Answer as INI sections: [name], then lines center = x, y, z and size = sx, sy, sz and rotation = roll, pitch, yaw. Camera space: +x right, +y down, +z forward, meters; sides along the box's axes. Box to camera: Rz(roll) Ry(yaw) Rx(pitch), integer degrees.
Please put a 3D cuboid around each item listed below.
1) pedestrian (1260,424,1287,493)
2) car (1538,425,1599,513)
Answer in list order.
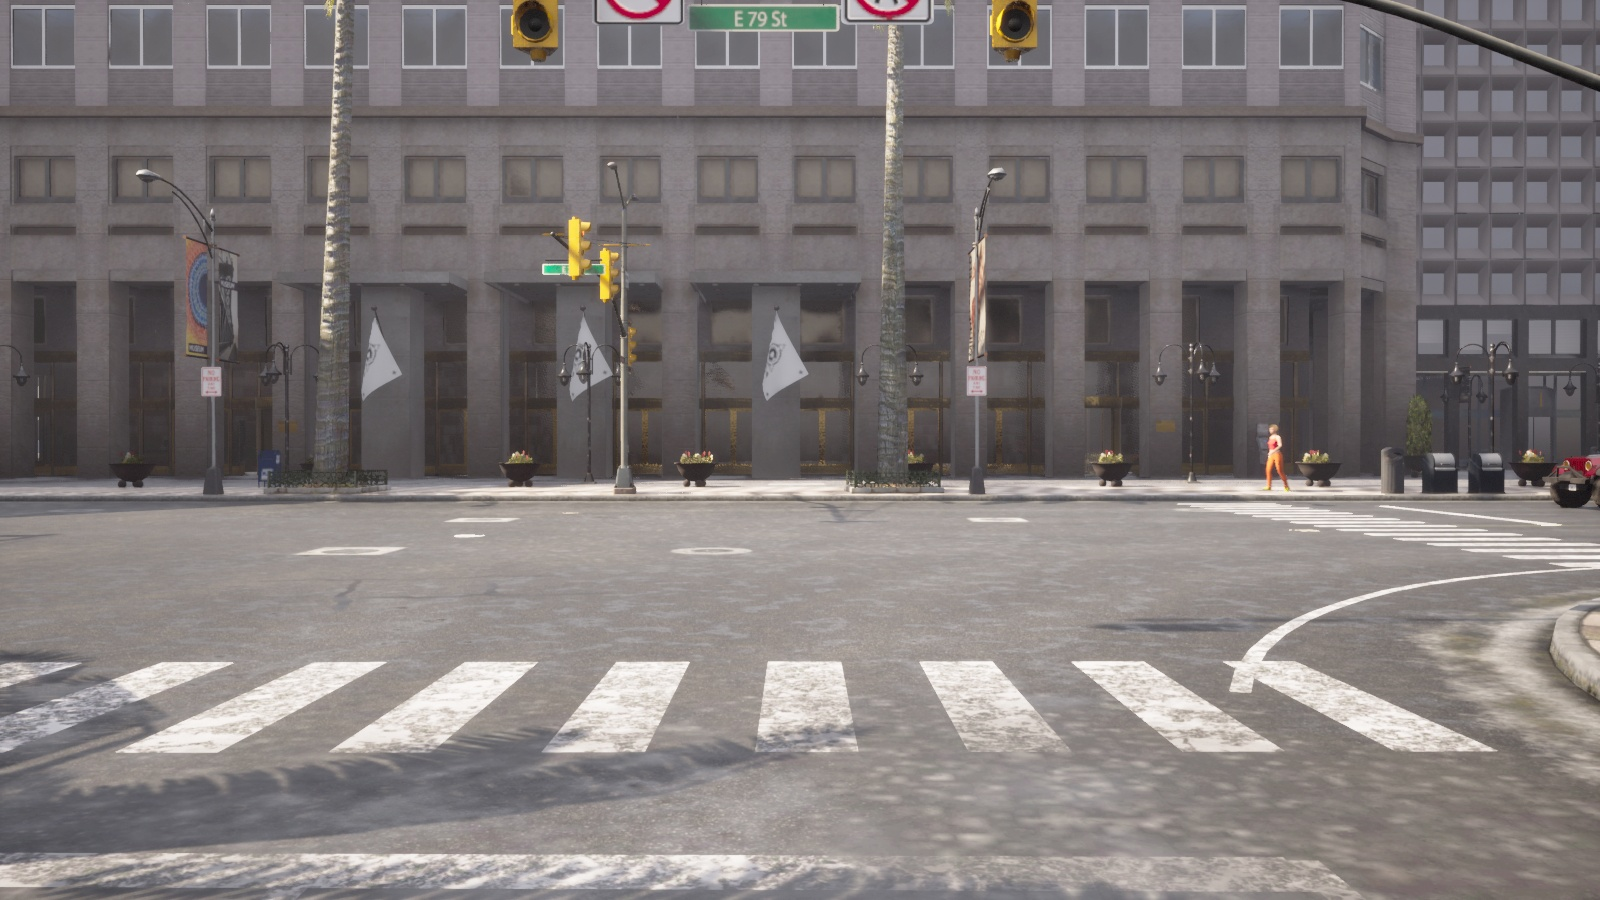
[pedestrian]
center = 12.786, 0.222, 33.888
size = 0.594, 1.836, 0.345
rotation = 0, 0, -20
[car]
center = 18.784, 0.401, 27.708
size = 3.866, 1.878, 1.905
rotation = 0, 0, 1
